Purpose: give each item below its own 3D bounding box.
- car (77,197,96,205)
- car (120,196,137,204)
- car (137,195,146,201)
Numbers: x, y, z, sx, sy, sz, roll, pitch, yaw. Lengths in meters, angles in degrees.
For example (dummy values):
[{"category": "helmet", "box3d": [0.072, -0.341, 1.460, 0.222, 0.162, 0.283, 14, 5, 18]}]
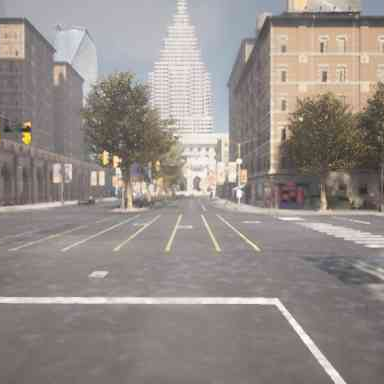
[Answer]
[{"category": "car", "box3d": [-18.360, 1.554, 57.940, 1.895, 1.301, 4.718, 0, 0, 0]}, {"category": "car", "box3d": [-11.682, 1.464, 60.256, 1.837, 1.490, 4.892, 0, 0, 0]}, {"category": "car", "box3d": [-11.644, 1.487, 75.671, 2.033, 1.411, 5.357, 0, 0, 0]}]
